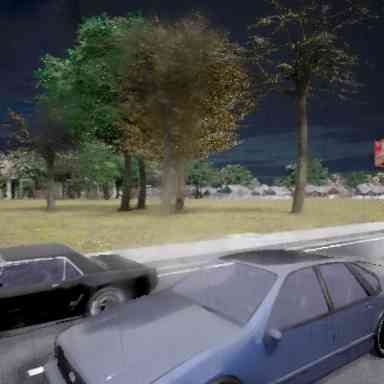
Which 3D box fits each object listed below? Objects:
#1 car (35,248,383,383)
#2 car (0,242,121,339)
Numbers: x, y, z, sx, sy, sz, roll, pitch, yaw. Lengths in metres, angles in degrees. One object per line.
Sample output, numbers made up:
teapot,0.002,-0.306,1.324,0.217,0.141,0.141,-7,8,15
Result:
car,1.048,1.542,4.433,5.357,1.411,2.033,0,0,-35
car,-3.028,1.600,5.518,4.718,1.301,1.895,0,0,-35
